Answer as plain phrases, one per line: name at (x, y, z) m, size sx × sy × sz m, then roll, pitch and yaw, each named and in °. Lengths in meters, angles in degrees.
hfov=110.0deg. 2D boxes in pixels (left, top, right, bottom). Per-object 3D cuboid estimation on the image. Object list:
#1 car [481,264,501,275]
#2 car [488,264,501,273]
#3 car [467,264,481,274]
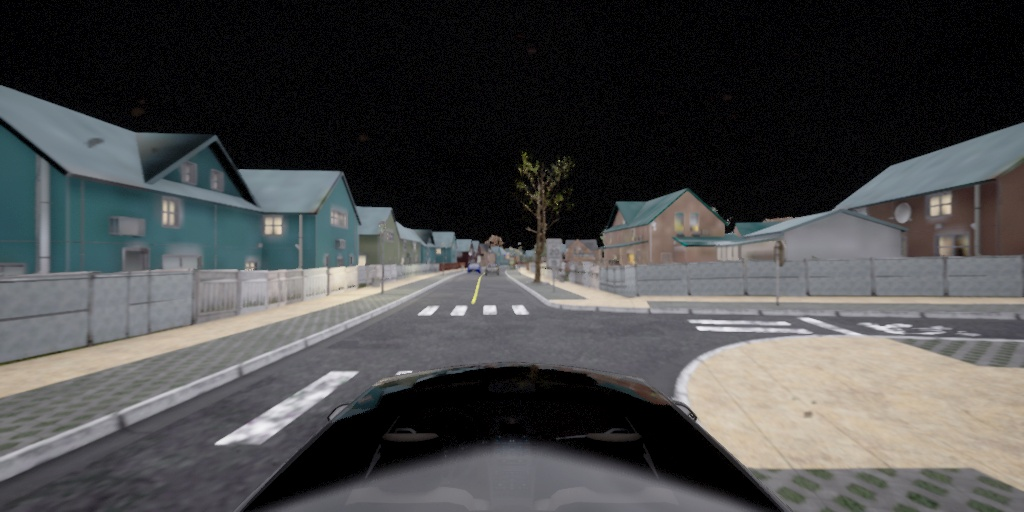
car at (-2.605, 1.812, 48.319) m, size 2.128 × 1.511 × 4.902 m, roll 0°, pitch -1°, yaw -2°
car at (-2.963, 2.068, 61.634) m, size 2.033 × 1.411 × 5.357 m, roll 0°, pitch -1°, yaw 0°
car at (-5.596, 1.876, 53.528) m, size 1.882 × 1.535 × 5.008 m, roll 0°, pitch -1°, yaw -1°
